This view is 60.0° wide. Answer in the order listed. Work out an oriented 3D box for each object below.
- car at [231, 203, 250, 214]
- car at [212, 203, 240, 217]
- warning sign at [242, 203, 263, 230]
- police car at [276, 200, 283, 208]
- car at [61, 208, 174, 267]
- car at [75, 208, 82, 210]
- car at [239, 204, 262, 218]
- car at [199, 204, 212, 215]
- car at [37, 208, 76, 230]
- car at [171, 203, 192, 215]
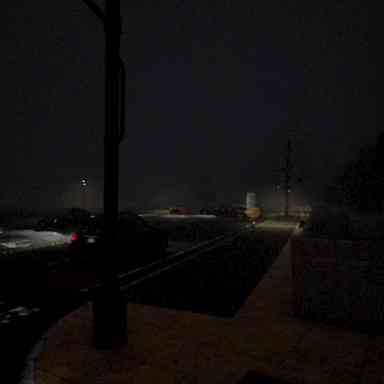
[{"bbox_3d":[7.624,2.590,52.277,2.128,1.511,4.902,1,-1,18],"label":"car"},{"bbox_3d":[4.498,2.257,42.852,2.097,1.767,4.553,1,-1,19],"label":"car"},{"bbox_3d":[4.470,1.757,24.467,1.300,1.860,1.060,2,1,20],"label":"warning sign"},{"bbox_3d":[24.209,3.429,92.316,1.930,1.638,5.238,1,-1,16],"label":"police car"},{"bbox_3d":[-2.705,1.714,13.339,2.097,1.767,4.553,1,-1,20],"label":"car"},{"bbox_3d":[-5.767,1.946,24.112,2.128,1.511,4.902,1,-1,20],"label":"car"},{"bbox_3d":[7.681,2.427,42.110,1.882,1.535,5.008,1,-1,19],"label":"car"},{"bbox_3d":[2.562,2.486,47.425,2.033,1.411,5.357,1,-1,19],"label":"car"},{"bbox_3d":[-9.121,1.924,24.411,1.812,1.442,4.674,1,-1,20],"label":"car"},{"bbox_3d":[-1.466,2.320,45.766,1.882,1.535,5.008,1,-1,19],"label":"car"}]
